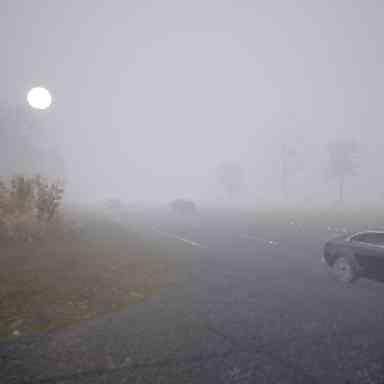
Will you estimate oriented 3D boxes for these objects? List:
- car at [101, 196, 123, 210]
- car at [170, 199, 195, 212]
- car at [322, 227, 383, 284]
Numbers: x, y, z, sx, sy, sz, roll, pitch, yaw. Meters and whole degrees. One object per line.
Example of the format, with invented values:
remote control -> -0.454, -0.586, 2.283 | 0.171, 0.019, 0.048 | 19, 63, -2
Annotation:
car -> -10.621, 1.619, 44.926 | 1.837, 1.490, 4.892 | 0, 0, -23
car -> -1.194, 1.609, 40.709 | 1.837, 1.490, 4.892 | 0, 0, -23
car -> 5.296, 1.608, 7.697 | 2.128, 1.511, 4.902 | 0, 0, -23
